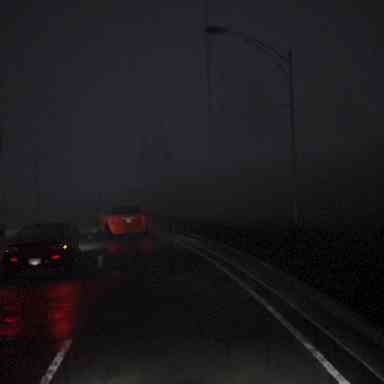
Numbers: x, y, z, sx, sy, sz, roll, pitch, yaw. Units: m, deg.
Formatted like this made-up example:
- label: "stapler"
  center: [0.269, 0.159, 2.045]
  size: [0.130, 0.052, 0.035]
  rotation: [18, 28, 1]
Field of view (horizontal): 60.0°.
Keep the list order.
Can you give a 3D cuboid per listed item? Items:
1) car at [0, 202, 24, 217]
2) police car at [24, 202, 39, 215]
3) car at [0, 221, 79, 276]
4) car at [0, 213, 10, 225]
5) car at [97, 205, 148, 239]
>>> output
- label: "car"
  center: [-22.406, 2.260, 40.090]
  size: [1.882, 1.535, 5.008]
  rotation: [-1, 0, -43]
- label: "police car"
  center: [-22.595, 2.213, 45.323]
  size: [5.238, 1.638, 1.930]
  rotation: [-2, 0, 45]
- label: "car"
  center: [-4.820, 1.693, 11.068]
  size: [1.812, 1.442, 4.674]
  rotation: [-1, 0, -16]
- label: "car"
  center: [-10.389, 1.964, 16.500]
  size: [1.895, 1.301, 4.718]
  rotation: [-2, 0, -26]
- label: "car"
  center: [-4.039, 1.489, 18.702]
  size: [2.097, 1.767, 4.553]
  rotation: [-2, 0, -24]
